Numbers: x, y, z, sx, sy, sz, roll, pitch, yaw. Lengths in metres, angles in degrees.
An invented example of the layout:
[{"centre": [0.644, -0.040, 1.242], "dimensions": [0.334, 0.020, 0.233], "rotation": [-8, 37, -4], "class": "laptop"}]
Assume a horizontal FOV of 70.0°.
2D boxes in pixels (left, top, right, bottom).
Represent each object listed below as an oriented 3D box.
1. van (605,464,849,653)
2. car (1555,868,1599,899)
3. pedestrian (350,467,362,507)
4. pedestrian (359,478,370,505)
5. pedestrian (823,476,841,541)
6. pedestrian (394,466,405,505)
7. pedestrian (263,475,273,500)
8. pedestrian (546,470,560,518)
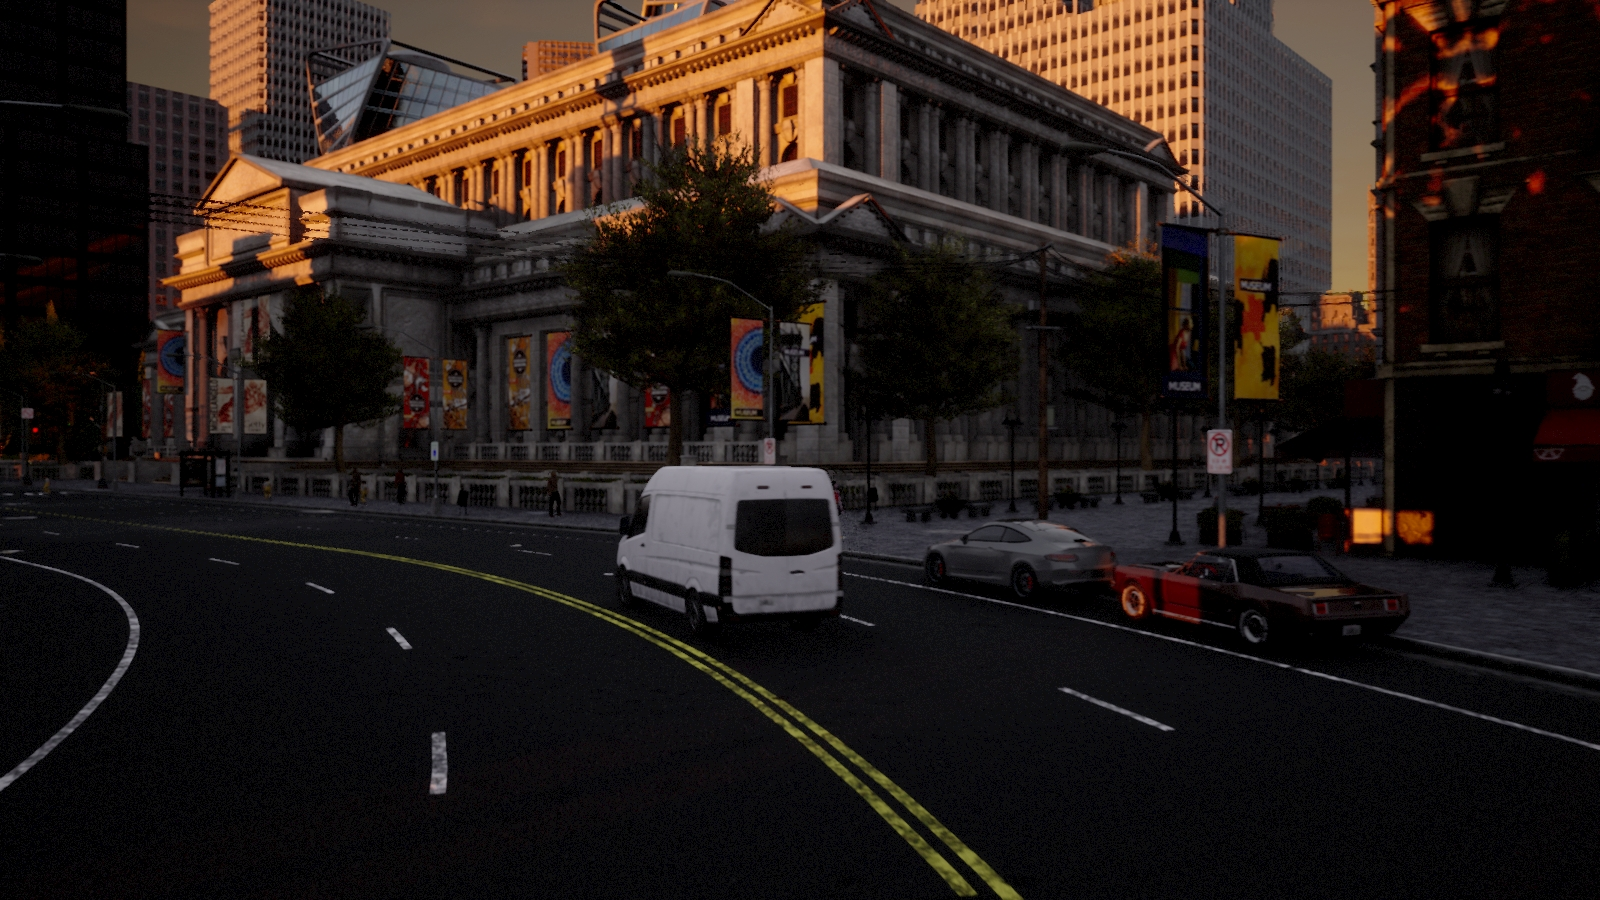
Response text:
[{"centre": [-1.448, 1.542, 18.978], "dimensions": [1.988, 2.561, 5.915], "rotation": [0, 0, -25], "class": "van"}, {"centre": [3.402, 2.034, 0.983], "dimensions": [2.097, 1.535, 5.006], "rotation": [0, 0, -2], "class": "car"}, {"centre": [-20.674, 1.721, 53.218], "dimensions": [0.375, 1.860, 0.375], "rotation": [0, 0, 31], "class": "pedestrian"}, {"centre": [-21.097, 2.002, 55.345], "dimensions": [0.375, 1.300, 0.375], "rotation": [0, 0, 41], "class": "pedestrian"}, {"centre": [0.933, 1.709, 33.368], "dimensions": [0.375, 1.860, 0.375], "rotation": [0, 0, -41], "class": "pedestrian"}, {"centre": [-19.388, 1.721, 55.289], "dimensions": [0.375, 1.860, 0.375], "rotation": [0, 0, 35], "class": "pedestrian"}, {"centre": [-28.332, 2.007, 60.847], "dimensions": [0.375, 1.300, 0.375], "rotation": [0, 0, -38], "class": "pedestrian"}, {"centre": [-9.674, 1.716, 44.715], "dimensions": [0.375, 1.860, 0.375], "rotation": [0, 0, -43], "class": "pedestrian"}]
